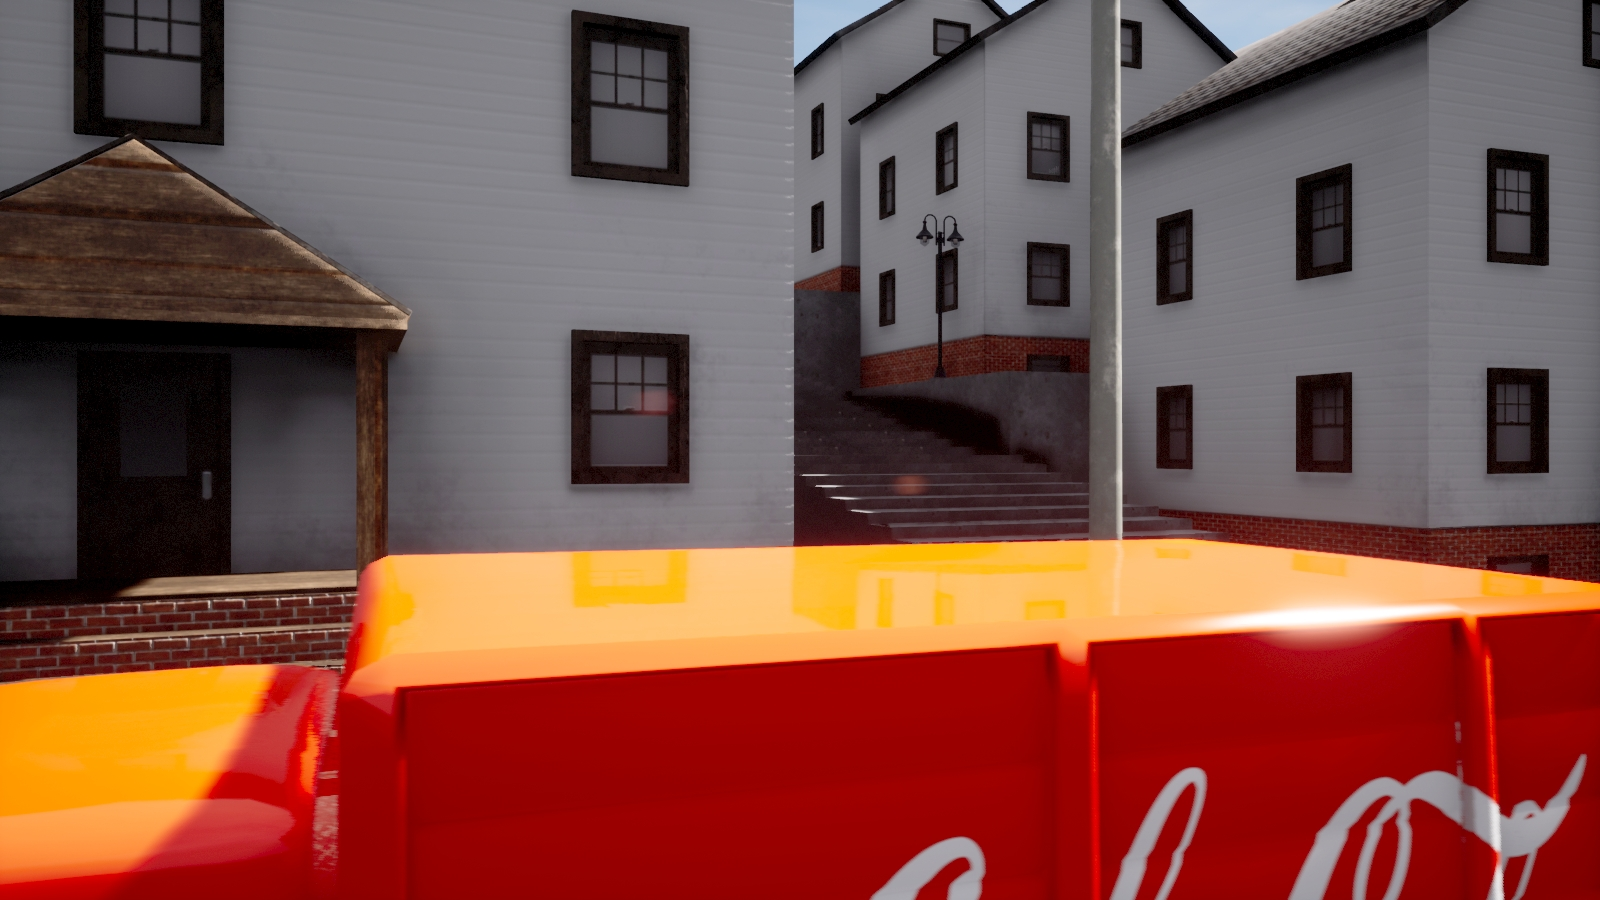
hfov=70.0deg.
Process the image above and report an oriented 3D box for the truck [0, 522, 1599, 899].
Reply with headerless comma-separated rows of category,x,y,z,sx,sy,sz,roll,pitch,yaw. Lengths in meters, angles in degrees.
truck,-0.384,1.568,3.154,5.204,2.467,2.627,0,0,-20
